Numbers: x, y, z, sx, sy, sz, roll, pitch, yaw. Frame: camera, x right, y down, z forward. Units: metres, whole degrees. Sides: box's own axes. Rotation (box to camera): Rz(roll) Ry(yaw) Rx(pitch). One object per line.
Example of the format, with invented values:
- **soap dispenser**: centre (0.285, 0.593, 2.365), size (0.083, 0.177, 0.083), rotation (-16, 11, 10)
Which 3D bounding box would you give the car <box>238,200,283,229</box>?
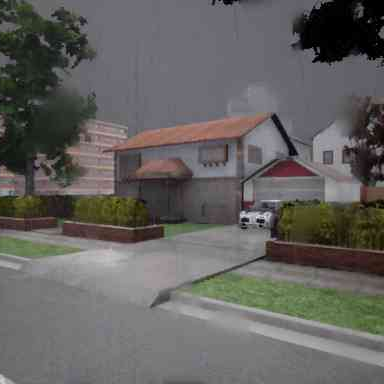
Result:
- **car**: centre (4.004, 1.168, 17.454), size (1.970, 1.475, 3.806), rotation (0, 0, 36)
